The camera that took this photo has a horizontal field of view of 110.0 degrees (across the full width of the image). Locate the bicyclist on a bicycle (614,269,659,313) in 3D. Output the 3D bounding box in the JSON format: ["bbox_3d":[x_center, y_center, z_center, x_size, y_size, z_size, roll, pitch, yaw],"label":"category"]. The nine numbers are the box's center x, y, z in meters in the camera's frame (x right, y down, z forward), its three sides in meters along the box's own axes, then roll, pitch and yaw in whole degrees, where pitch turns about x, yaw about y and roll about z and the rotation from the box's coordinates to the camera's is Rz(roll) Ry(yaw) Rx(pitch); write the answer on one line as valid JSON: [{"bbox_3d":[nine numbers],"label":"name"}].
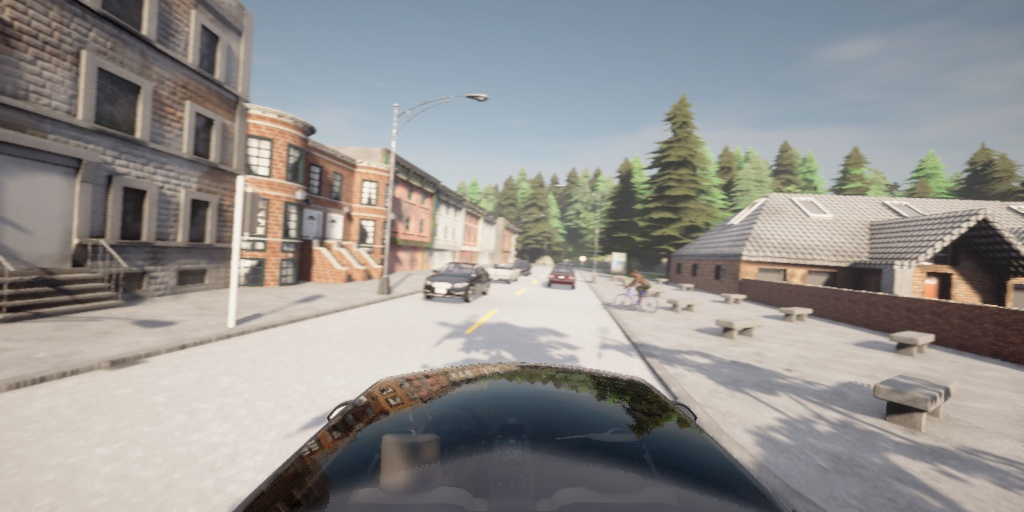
[{"bbox_3d":[4.720,1.339,13.570,1.656,1.620,0.582,4,0,9],"label":"bicyclist on a bicycle"}]

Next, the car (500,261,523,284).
[{"bbox_3d":[-0.696,1.171,25.266,1.895,1.301,4.718,4,0,9],"label":"car"}]

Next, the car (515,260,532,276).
[{"bbox_3d":[0.900,1.127,35.342,1.837,1.490,4.892,4,0,9],"label":"car"}]

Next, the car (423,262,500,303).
[{"bbox_3d":[-2.199,1.014,15.453,2.128,1.511,4.902,4,0,9],"label":"car"}]

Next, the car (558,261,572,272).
[{"bbox_3d":[7.961,1.560,53.738,1.994,1.385,4.181,4,0,9],"label":"car"}]

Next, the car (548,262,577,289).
[{"bbox_3d":[3.483,1.401,24.885,2.033,1.411,5.357,4,0,9],"label":"car"}]
